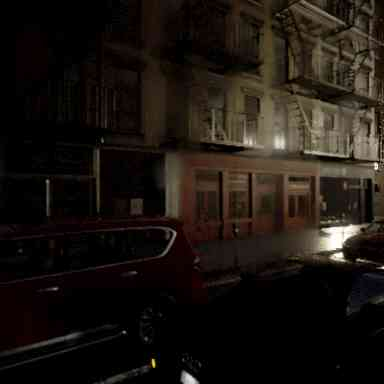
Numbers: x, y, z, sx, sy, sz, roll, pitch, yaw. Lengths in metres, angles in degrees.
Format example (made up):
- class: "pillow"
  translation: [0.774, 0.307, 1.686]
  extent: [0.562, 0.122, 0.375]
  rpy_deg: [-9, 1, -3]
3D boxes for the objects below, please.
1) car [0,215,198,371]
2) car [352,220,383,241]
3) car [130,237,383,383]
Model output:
- class: "car"
  translation: [-2.128, 1.314, 4.681]
  extent: [5.009, 1.841, 2.192]
  rpy_deg: [0, 0, -36]
- class: "car"
  translation: [6.674, 1.570, 10.962]
  extent: [4.206, 1.307, 1.802]
  rpy_deg: [0, 0, -36]
- class: "car"
  translation: [1.600, 1.560, 4.215]
  extent: [4.181, 1.385, 1.994]
  rpy_deg: [0, 0, -36]
